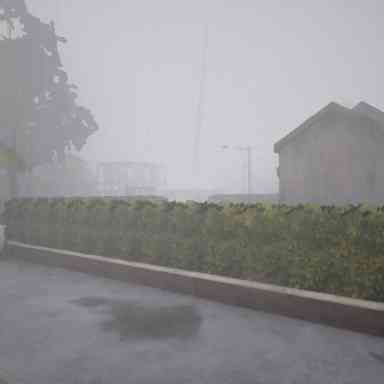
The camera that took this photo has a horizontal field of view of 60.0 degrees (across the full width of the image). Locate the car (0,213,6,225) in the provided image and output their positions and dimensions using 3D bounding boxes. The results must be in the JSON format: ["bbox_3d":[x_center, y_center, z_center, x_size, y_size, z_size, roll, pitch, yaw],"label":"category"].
[{"bbox_3d":[-9.014,1.474,20.755,2.033,1.411,5.357,0,0,35],"label":"car"}]
